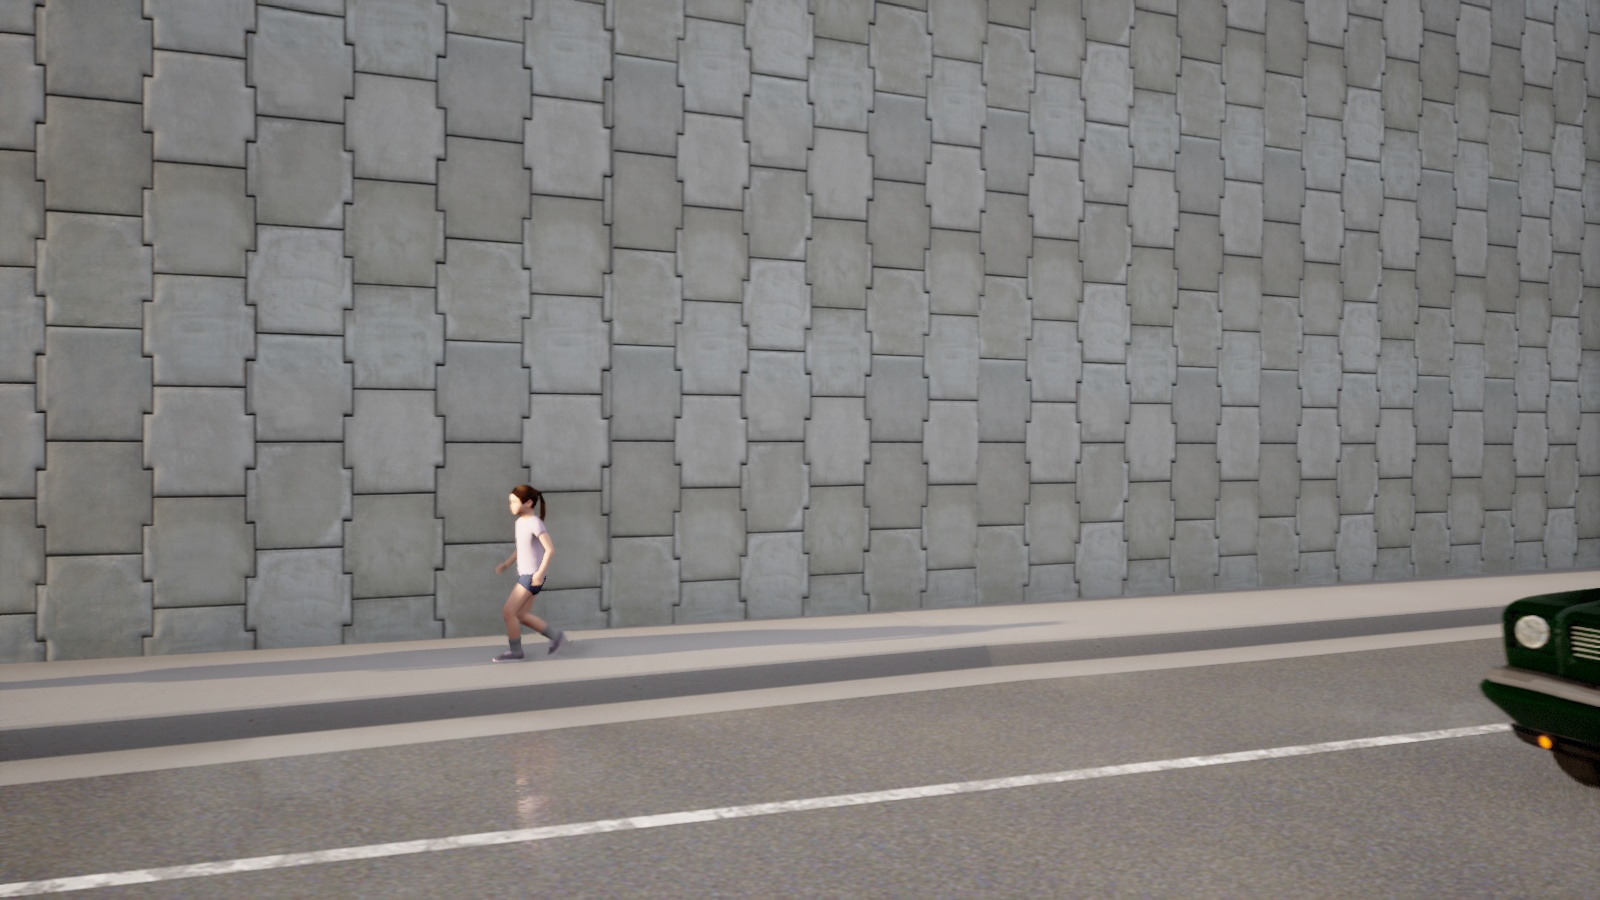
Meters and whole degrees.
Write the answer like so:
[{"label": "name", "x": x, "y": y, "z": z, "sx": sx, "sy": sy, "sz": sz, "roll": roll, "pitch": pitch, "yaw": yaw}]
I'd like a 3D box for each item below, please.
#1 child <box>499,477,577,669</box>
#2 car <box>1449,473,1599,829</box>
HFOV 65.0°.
[{"label": "child", "x": -1.575, "y": 0.724, "z": 7.548, "sx": 0.394, "sy": 1.110, "sz": 0.255, "roll": -1, "pitch": 1, "yaw": -25}, {"label": "car", "x": 5.302, "y": 0.739, "z": 5.339, "sx": 4.718, "sy": 1.301, "sz": 1.895, "roll": -1, "pitch": 1, "yaw": -22}]
